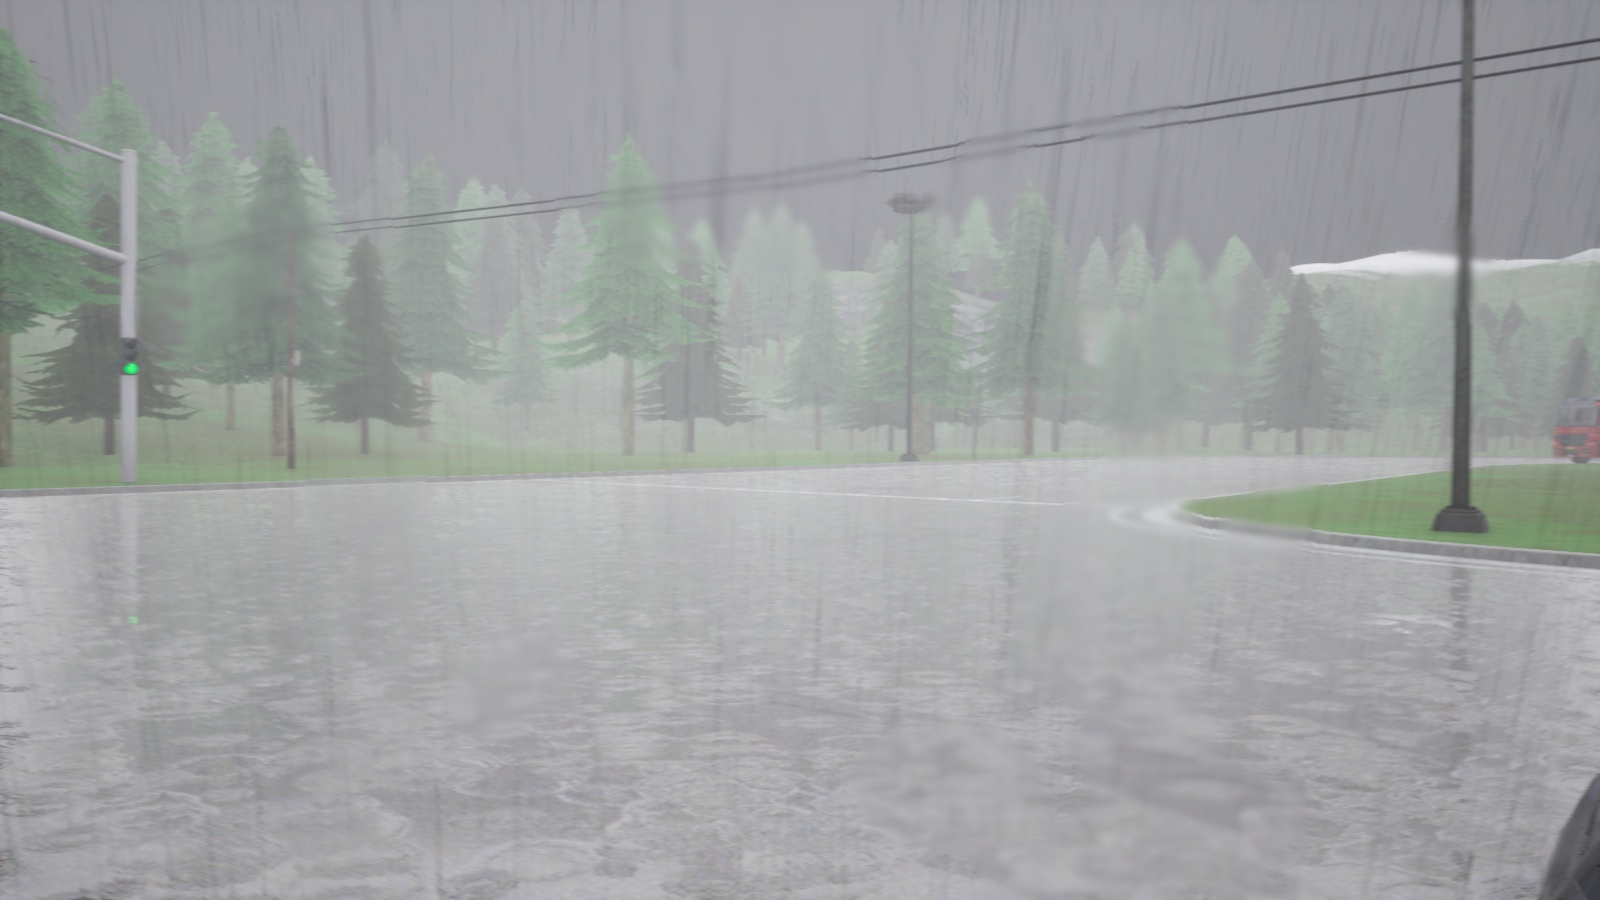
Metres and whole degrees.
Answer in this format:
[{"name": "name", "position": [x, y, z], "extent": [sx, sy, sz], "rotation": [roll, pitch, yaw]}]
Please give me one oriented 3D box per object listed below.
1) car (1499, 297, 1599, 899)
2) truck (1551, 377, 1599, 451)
[{"name": "car", "position": [3.215, 0.572, 1.487], "extent": [3.988, 1.617, 1.851], "rotation": [0, 1, 36]}, {"name": "truck", "position": [45.082, -1.939, 67.351], "extent": [8.468, 3.827, 2.891], "rotation": [-1, 1, -10]}]
